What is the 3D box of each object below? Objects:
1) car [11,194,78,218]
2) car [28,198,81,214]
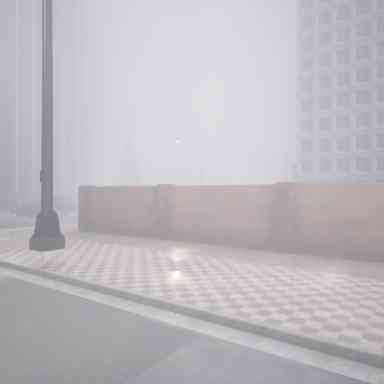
[{"bbox_3d":[-13.778,1.221,31.164,2.150,2.045,5.566,0,0,35],"label":"car"},{"bbox_3d":[-14.736,1.478,35.885,1.882,1.535,5.008,0,0,35],"label":"car"}]
